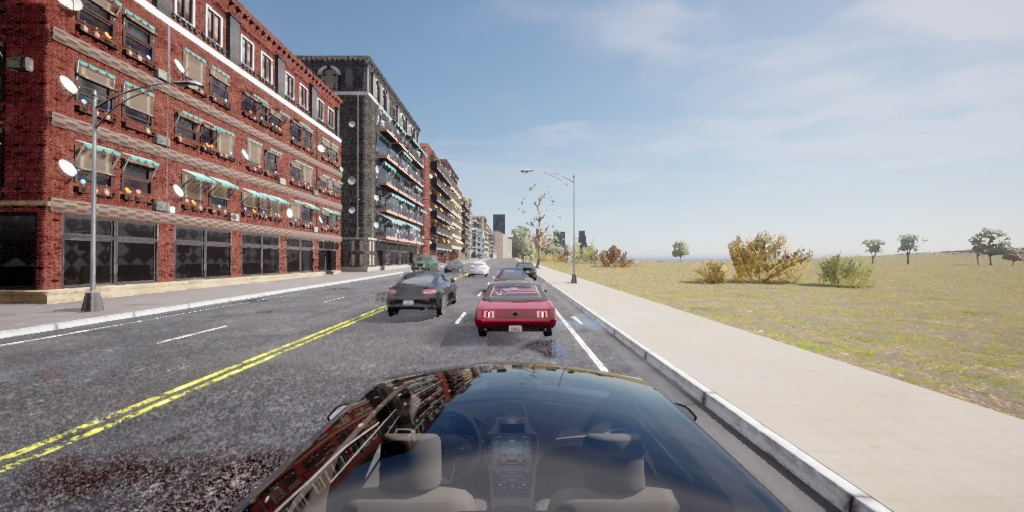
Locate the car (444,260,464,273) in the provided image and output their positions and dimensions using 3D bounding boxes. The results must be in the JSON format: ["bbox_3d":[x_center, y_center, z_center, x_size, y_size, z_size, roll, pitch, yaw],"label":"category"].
[{"bbox_3d":[-6.711,1.258,41.854,1.837,1.490,4.892,0,0,0],"label":"car"}]

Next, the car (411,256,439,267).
[{"bbox_3d":[-9.960,0.975,41.503,2.150,2.045,5.566,0,0,0],"label":"car"}]

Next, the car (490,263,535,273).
[{"bbox_3d":[0.040,1.317,20.341,1.994,1.385,4.181,0,0,0],"label":"car"}]

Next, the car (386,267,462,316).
[{"bbox_3d":[-3.184,1.278,13.275,1.812,1.442,4.674,0,0,0],"label":"car"}]

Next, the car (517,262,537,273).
[{"bbox_3d":[1.059,1.259,30.335,1.837,1.490,4.892,0,0,0],"label":"car"}]

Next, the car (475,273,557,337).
[{"bbox_3d":[0.077,1.352,10.311,1.895,1.301,4.718,0,0,0],"label":"car"}]

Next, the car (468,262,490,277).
[{"bbox_3d":[-3.243,1.279,35.911,1.812,1.442,4.674,0,0,0],"label":"car"}]
